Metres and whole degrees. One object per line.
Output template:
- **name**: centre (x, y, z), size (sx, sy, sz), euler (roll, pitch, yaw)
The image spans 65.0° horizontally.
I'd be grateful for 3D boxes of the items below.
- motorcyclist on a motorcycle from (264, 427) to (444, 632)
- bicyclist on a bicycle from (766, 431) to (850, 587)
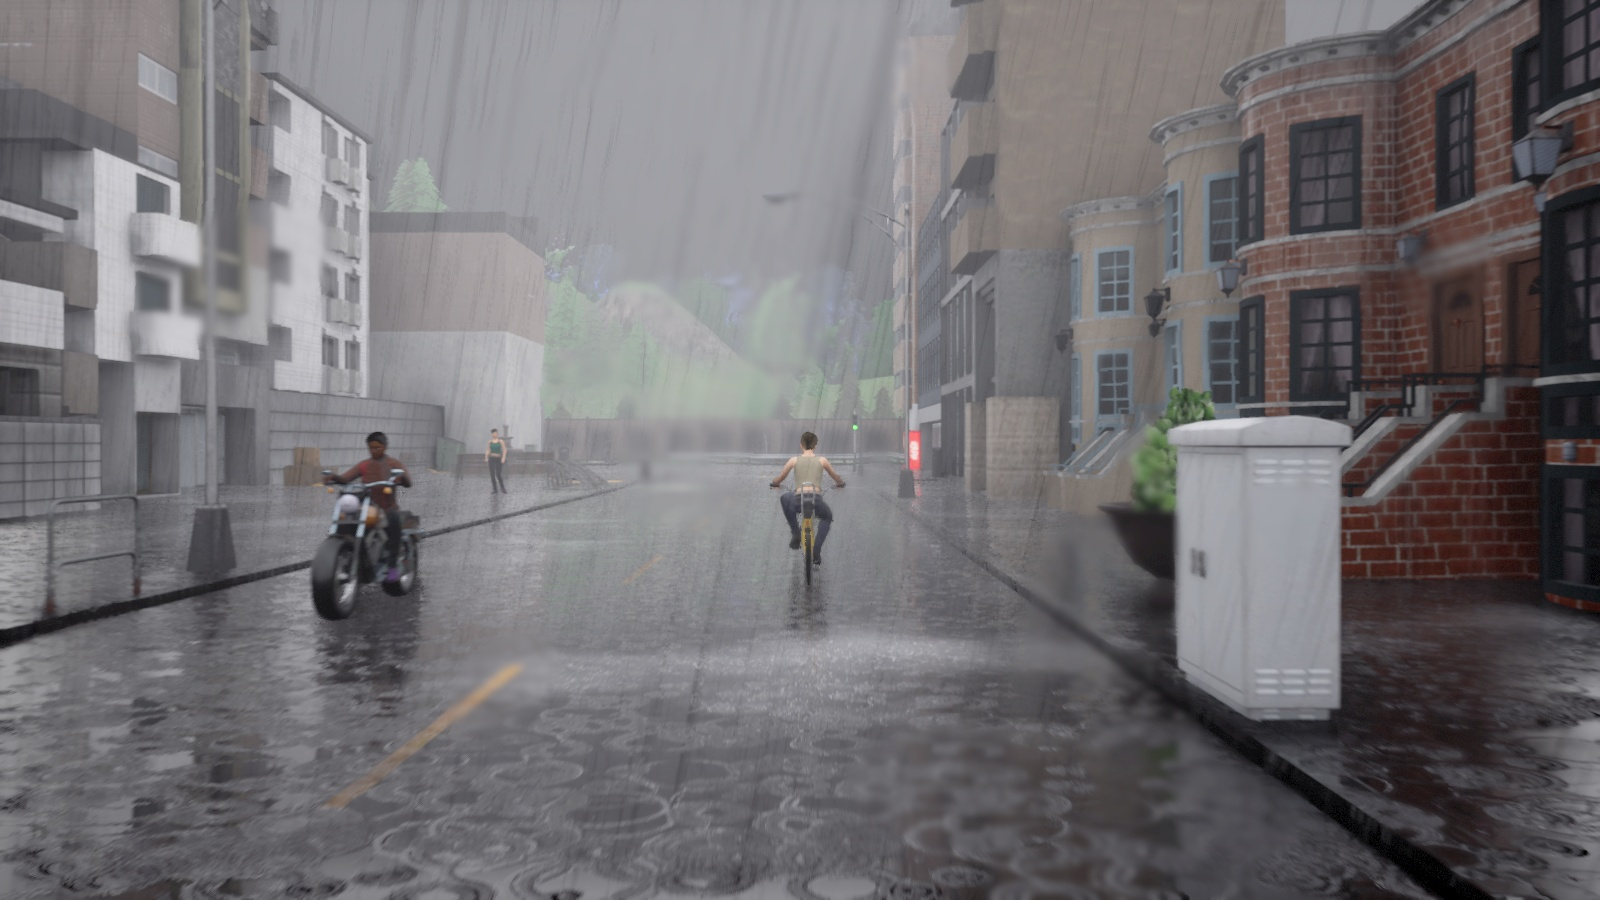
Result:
- **motorcyclist on a motorcycle**: centre (-3.921, 0.630, 11.277), size (0.766, 1.649, 2.350), euler (0, 0, 0)
- **bicyclist on a bicycle**: centre (0.091, 0.606, 13.691), size (0.866, 1.612, 1.509), euler (0, 0, 0)
